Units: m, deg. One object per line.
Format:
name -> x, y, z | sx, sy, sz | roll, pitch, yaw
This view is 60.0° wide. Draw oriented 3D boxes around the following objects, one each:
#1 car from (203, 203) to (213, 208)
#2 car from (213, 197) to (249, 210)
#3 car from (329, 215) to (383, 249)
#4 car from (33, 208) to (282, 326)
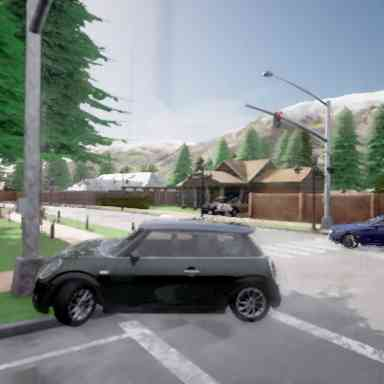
car -> 2.971, 1.452, 35.490 | 3.866, 1.878, 1.905 | 1, -1, -37
car -> 4.788, 1.456, 33.710 | 4.605, 1.855, 1.932 | 1, -1, -37
car -> 8.387, 1.704, 14.243 | 4.674, 1.442, 1.812 | 1, 1, 19
car -> -0.625, 1.349, 6.664 | 4.553, 1.767, 2.097 | 2, 3, -5
